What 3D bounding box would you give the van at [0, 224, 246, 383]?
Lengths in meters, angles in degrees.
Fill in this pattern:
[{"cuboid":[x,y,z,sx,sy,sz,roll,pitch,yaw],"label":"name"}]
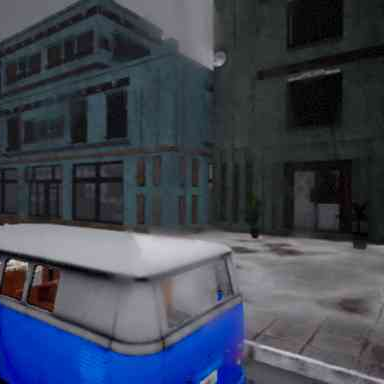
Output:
[{"cuboid":[-1.372,1.339,3.847,3.998,1.788,1.690,0,1,35],"label":"van"}]
